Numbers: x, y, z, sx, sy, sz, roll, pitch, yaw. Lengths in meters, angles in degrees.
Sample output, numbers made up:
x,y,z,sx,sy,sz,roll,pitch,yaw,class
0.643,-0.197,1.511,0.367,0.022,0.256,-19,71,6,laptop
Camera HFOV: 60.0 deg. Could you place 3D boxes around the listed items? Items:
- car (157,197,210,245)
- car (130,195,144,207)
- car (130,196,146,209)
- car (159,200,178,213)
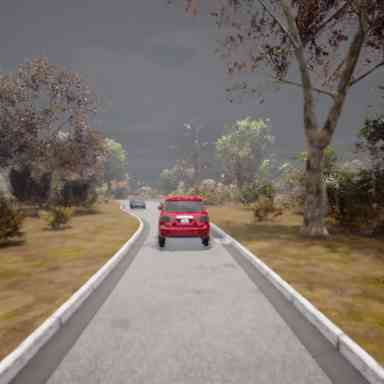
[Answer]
x,y,z,sx,sy,sz,roll,pitch,yaw,class
-0.441,1.229,15.683,2.150,2.045,5.566,0,0,-3,car
-8.700,1.378,52.556,2.097,1.767,4.553,0,0,-11,car
-7.241,1.586,44.790,1.994,1.385,4.181,0,0,-11,car
-2.798,1.621,38.761,1.895,1.301,4.718,0,0,-8,car
